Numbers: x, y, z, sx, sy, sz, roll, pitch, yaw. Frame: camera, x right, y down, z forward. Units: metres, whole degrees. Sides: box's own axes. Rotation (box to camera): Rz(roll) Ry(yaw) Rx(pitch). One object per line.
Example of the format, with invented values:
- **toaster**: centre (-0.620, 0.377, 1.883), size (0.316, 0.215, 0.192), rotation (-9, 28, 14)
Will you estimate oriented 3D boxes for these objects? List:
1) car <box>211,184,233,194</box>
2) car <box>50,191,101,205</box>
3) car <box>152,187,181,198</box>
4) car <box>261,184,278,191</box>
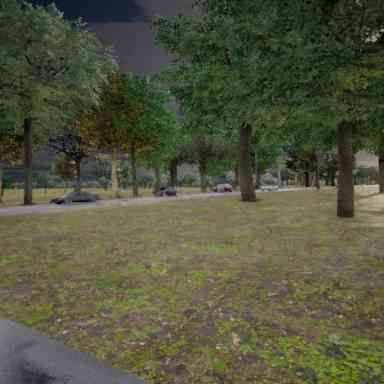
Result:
- **car**: centre (5.321, -0.672, 58.792), size (2.097, 1.767, 4.553), rotation (-1, 2, 38)
- **car**: centre (-12.437, 0.620, 35.829), size (2.033, 1.411, 5.357), rotation (-1, 2, 37)
- **car**: centre (-3.639, 0.016, 47.253), size (1.837, 1.490, 4.892), rotation (-1, 2, 38)
- **car**: centre (15.450, -0.862, 66.022), size (1.895, 1.301, 4.718), rotation (-1, 2, 37)
